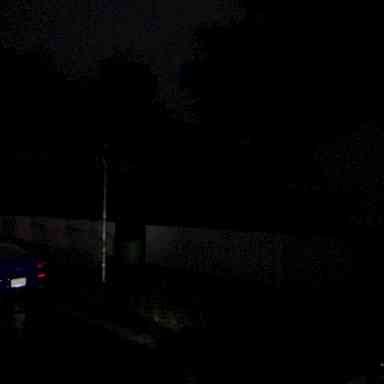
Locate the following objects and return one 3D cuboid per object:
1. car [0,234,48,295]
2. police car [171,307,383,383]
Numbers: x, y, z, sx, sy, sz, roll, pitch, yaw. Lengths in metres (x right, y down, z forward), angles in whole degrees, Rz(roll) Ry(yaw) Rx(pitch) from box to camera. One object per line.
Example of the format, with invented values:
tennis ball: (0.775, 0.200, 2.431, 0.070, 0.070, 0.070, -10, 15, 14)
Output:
car: (-5.487, 1.827, 8.682, 4.674, 1.442, 1.812, -1, -3, 40)
police car: (2.046, 1.568, 2.270, 5.238, 1.638, 1.930, -1, -3, 40)
